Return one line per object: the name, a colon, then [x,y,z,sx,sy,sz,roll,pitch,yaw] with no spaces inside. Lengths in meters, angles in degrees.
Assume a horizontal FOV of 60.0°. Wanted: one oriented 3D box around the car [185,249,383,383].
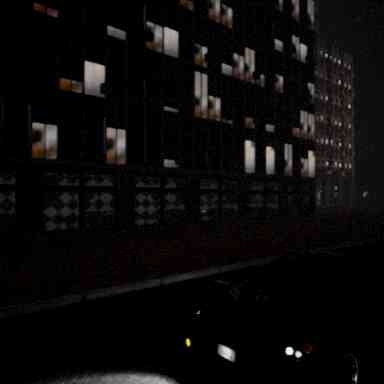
car: [1.933,1.614,4.971,4.181,1.385,1.994,0,-1,-39]
